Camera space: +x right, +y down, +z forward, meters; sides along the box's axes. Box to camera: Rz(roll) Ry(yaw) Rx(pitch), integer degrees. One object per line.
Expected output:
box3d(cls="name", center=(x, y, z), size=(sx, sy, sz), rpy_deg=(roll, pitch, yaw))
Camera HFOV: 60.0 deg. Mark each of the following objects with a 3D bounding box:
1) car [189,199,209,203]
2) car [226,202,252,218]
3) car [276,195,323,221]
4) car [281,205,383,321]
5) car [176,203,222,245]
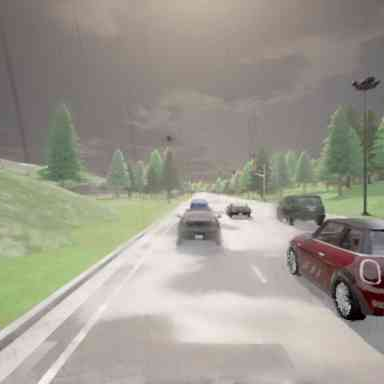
box3d(cls="car", center=(0.729, 1.441, 34.032), size=(1.882, 1.535, 5.008), rpy_deg=(0, 0, 1))
box3d(cls="car", center=(4.147, 1.574, 30.267), size=(1.895, 1.301, 4.718), rpy_deg=(0, 0, 1))
box3d(cls="car", center=(7.494, 1.207, 23.398), size=(2.150, 2.045, 5.566), rpy_deg=(0, 0, 1))
box3d(cls="car", center=(3.683, 1.350, 7.411), size=(2.097, 1.767, 4.553), rpy_deg=(0, 0, 1))
box3d(cls="car", center=(0.321, 1.490, 15.402), size=(1.837, 1.490, 4.892), rpy_deg=(0, 0, 1))
